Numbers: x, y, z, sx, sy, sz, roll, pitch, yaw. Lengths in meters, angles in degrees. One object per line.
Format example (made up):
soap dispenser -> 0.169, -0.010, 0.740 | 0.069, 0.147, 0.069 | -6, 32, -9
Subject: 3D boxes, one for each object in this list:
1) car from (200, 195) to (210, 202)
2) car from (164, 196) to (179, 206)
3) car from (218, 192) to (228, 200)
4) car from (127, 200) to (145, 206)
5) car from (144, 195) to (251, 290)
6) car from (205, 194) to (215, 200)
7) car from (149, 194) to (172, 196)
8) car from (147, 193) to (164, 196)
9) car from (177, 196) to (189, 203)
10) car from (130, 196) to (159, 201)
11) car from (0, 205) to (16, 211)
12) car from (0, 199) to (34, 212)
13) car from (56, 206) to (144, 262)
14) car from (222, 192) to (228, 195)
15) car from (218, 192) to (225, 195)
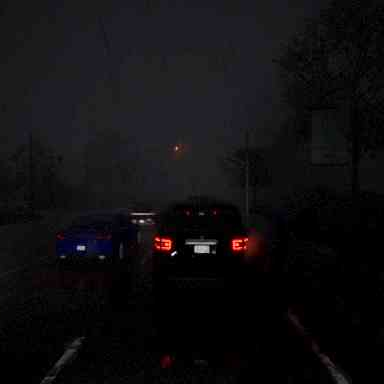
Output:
car -> 3.156, 1.518, 79.013 | 1.812, 1.442, 4.674 | 0, 0, 10
car -> -3.449, 1.526, 57.906 | 1.812, 1.442, 4.674 | 0, 0, 7
car -> 8.399, 1.093, 88.623 | 2.150, 2.045, 5.566 | 0, 0, 11
car -> -2.806, 1.491, 21.657 | 2.128, 1.511, 4.902 | 0, 0, 2
car -> 0.254, 1.221, 9.228 | 2.150, 2.045, 5.566 | 0, 0, 1
car -> 4.873, 1.390, 88.815 | 2.033, 1.411, 5.357 | 0, 0, 11
car -> -4.486, 1.477, 48.648 | 1.882, 1.535, 5.008 | 0, 0, 6
car -> -6.936, 1.222, 58.263 | 2.150, 2.045, 5.566 | 0, 0, 7
car -> -1.844, 1.563, 69.602 | 1.994, 1.385, 4.181 | 0, 0, 8
car -> -4.828, 1.547, 38.648 | 5.357, 1.411, 2.033 | 0, 0, -18
car -> -3.362, 1.221, 1.489 | 2.150, 2.045, 5.566 | 0, 0, 0
car -> -20.511, 1.528, 37.930 | 4.674, 1.442, 1.812 | 0, 0, 7
car -> -3.169, 1.478, 12.166 | 1.882, 1.535, 5.008 | 0, 0, 2
car -> 6.611, 1.350, 78.457 | 2.097, 1.767, 4.553 | 0, 0, 10
car -> 0.596, 1.221, 19.560 | 2.150, 2.045, 5.566 | 0, 0, 2
